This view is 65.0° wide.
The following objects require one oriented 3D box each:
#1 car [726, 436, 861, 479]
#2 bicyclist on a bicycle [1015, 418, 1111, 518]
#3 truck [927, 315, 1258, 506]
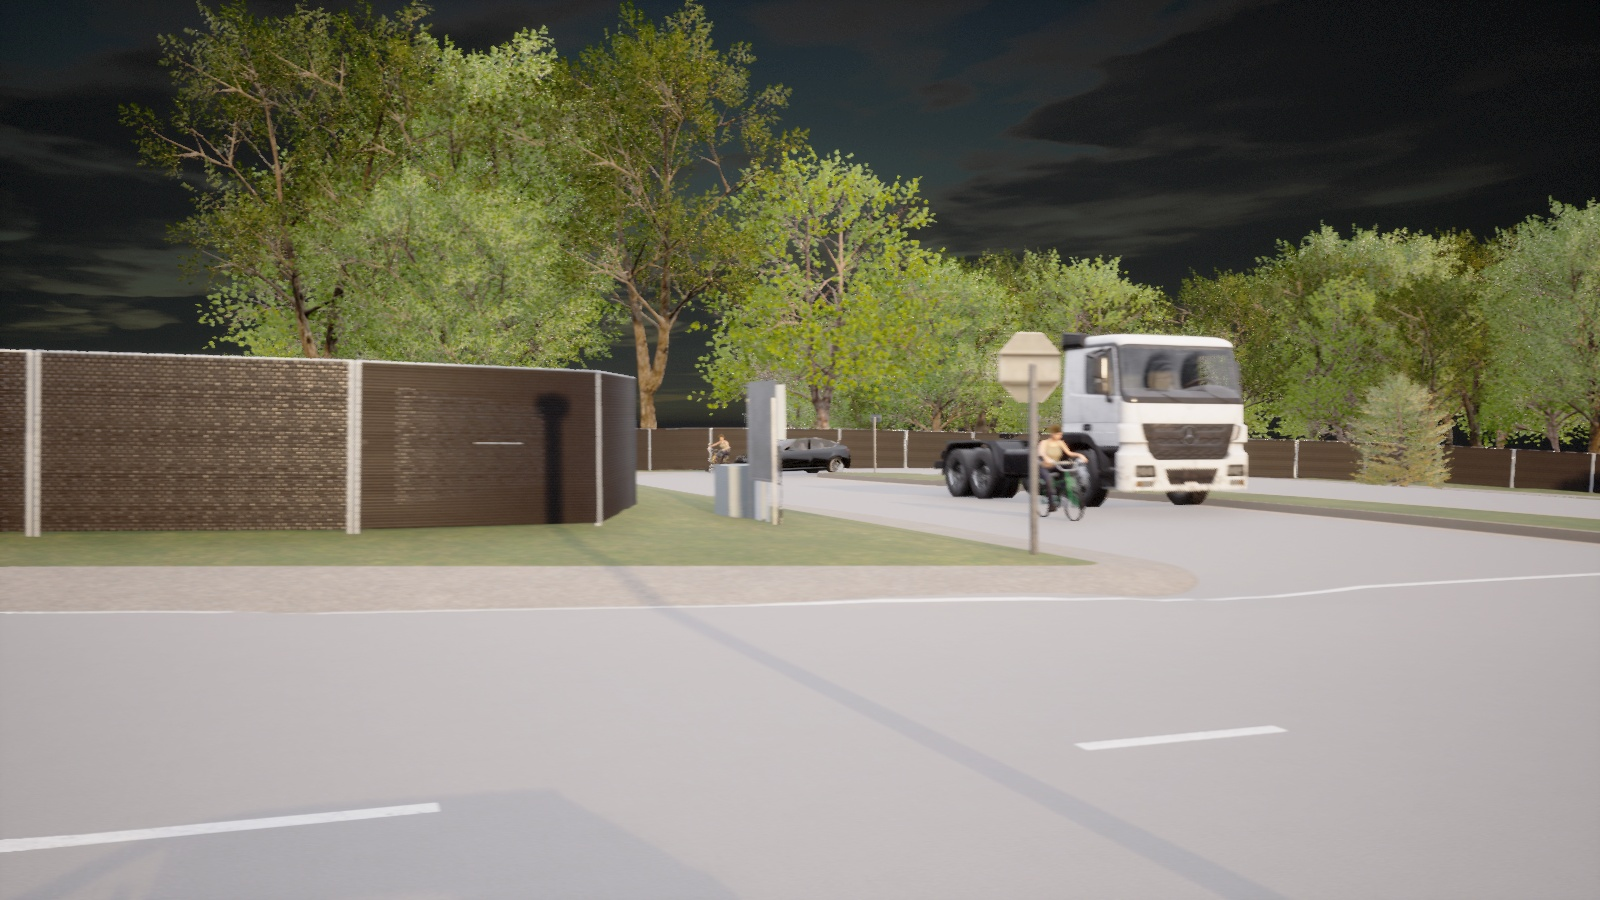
[{"bbox_3d":[-0.246,0.251,48.669,4.792,1.488,2.163,-2,1,-33],"label":"car"},{"bbox_3d":[4.415,0.279,21.167,0.866,1.612,1.509,-2,1,-21],"label":"bicyclist on a bicycle"},{"bbox_3d":[5.869,-0.743,26.983,2.891,3.462,7.936,-1,0,-21],"label":"truck"}]
